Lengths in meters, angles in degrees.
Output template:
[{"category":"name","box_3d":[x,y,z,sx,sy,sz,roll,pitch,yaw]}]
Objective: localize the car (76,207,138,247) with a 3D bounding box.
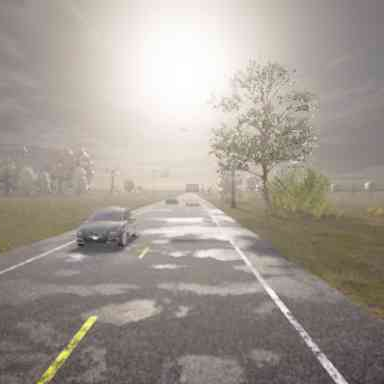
[{"category":"car","box_3d":[-3.594,1.459,14.797,1.837,1.490,4.892,0,0,0]}]

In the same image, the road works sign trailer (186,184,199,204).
[{"category":"road works sign trailer","box_3d":[0.021,0.309,59.976,2.380,3.560,2.880,0,0,0]}]

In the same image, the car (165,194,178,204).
[{"category":"car","box_3d":[-3.524,1.201,58.208,2.097,1.767,4.553,0,0,1]}]
